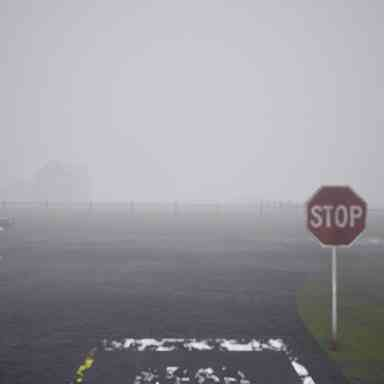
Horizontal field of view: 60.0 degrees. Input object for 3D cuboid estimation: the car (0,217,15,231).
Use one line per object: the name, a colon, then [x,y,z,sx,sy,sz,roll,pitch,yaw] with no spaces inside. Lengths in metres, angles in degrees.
car: [-11.674,1.501,16.669,4.718,1.301,1.895,1,-1,4]
